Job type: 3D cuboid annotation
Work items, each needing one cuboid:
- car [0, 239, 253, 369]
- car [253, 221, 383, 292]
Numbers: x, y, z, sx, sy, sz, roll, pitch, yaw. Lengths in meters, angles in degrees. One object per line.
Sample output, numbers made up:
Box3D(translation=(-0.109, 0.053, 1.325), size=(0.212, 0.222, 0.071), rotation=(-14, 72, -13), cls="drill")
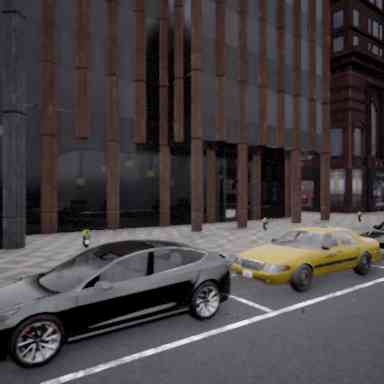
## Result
Box3D(translation=(-1.241, 1.566, 5.751), size=(4.313, 1.339, 1.947), rotation=(0, 0, -35), cls="car")
Box3D(translation=(3.224, 1.524, 8.906), size=(4.829, 1.417, 1.752), rotation=(0, 0, -35), cls="car")
